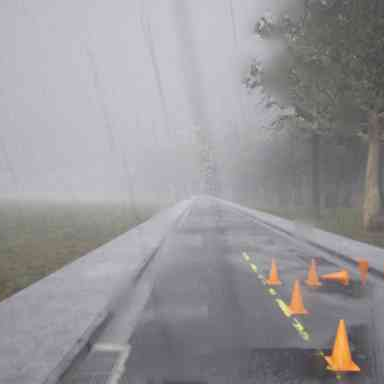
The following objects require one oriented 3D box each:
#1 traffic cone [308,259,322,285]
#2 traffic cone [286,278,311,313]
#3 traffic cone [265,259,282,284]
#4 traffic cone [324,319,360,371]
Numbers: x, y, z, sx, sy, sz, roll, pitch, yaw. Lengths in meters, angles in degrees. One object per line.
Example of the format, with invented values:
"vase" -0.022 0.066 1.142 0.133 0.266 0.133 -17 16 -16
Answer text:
"traffic cone" 3.055 1.999 8.387 0.340 0.580 0.340 1 0 1
"traffic cone" 2.020 1.985 6.406 0.340 0.580 0.340 1 0 1
"traffic cone" 2.057 1.987 8.406 0.340 0.580 0.340 1 0 1
"traffic cone" 1.982 1.982 4.407 0.340 0.580 0.340 1 0 1
